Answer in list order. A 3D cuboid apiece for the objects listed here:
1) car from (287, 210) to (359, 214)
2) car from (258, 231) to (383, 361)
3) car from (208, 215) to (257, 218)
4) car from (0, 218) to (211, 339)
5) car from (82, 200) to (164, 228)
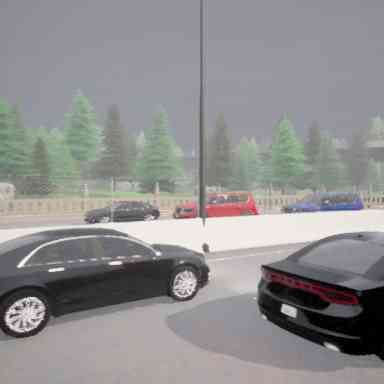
[{"bbox_3d":[7.990,1.068,20.373,5.566,2.045,2.150,0,0,-25],"label":"car"},{"bbox_3d":[3.410,1.432,5.782,5.008,1.535,1.882,0,0,-32],"label":"car"},{"bbox_3d":[1.568,1.070,21.058,5.566,2.045,2.150,0,0,-27],"label":"car"},{"bbox_3d":[-1.864,1.460,6.541,4.892,1.490,1.837,0,0,-34],"label":"car"},{"bbox_3d":[-4.448,1.356,21.653,4.892,1.490,1.837,0,0,-30],"label":"car"}]
